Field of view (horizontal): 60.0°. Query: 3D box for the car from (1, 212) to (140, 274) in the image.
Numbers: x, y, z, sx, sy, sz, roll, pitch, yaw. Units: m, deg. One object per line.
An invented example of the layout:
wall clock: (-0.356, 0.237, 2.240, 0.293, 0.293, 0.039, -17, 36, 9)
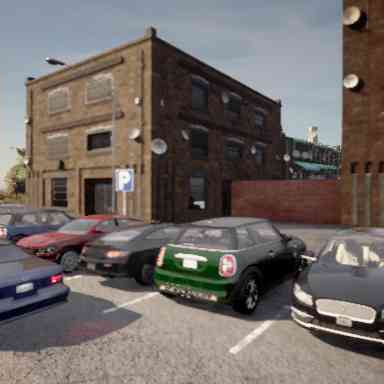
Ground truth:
car: (-3.279, 1.546, 11.286, 2.097, 1.535, 5.008, 0, 0, 35)

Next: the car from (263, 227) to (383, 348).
car: (3.465, 1.488, 6.490, 2.231, 1.521, 4.892, 0, 0, 35)

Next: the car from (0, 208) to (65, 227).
car: (-5.552, 1.435, 12.858, 2.185, 1.767, 4.553, 0, 0, 35)

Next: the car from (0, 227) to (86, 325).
car: (-4.798, 1.591, 6.788, 5.357, 1.411, 2.033, 0, 1, 34)

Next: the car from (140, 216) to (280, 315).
car: (1.191, 1.383, 8.061, 2.185, 1.767, 4.553, 0, 0, 35)
